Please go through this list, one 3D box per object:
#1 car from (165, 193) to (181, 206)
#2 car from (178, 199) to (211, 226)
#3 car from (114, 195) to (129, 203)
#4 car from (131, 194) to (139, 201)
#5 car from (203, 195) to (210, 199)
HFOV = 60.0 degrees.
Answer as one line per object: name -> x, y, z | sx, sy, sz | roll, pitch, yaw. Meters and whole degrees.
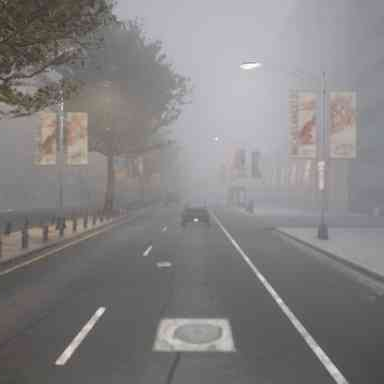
car -> -3.031, 1.122, 52.812 | 2.150, 2.045, 5.566 | 0, 0, 0
car -> 0.256, 1.464, 22.856 | 1.837, 1.490, 4.892 | 0, 0, 0
car -> -14.542, 1.342, 66.212 | 1.882, 1.535, 5.008 | 0, 0, 1
car -> -14.425, 1.313, 82.040 | 1.882, 1.535, 5.008 | 0, 0, 0
car -> 3.879, 1.437, 89.561 | 1.895, 1.301, 4.718 | 0, 0, 0
